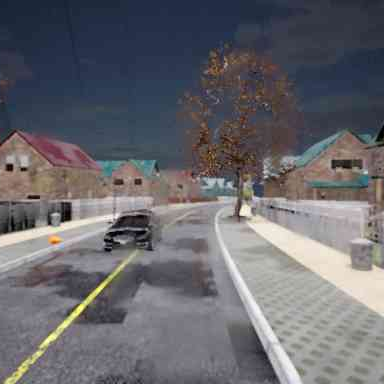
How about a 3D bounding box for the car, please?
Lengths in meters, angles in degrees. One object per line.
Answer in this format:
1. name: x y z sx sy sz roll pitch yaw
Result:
1. car: -2.318 1.542 14.048 1.837 1.490 4.892 0 0 2
